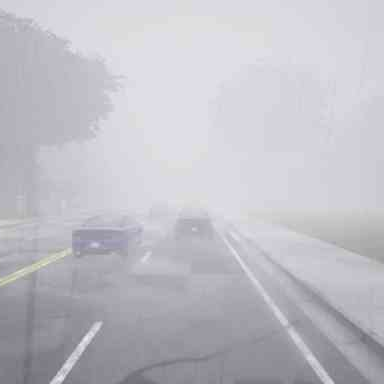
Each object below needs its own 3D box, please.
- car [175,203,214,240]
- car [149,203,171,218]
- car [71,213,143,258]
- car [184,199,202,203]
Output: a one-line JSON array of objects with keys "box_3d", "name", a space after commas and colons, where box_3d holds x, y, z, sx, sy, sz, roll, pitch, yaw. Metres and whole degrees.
[{"box_3d": [0.107, 1.598, 17.891, 1.882, 1.535, 5.008, 0, 0, 0], "name": "car"}, {"box_3d": [-3.135, 1.769, 32.958, 2.033, 1.411, 5.357, 0, 0, 0], "name": "car"}, {"box_3d": [-3.145, 1.567, 13.242, 1.882, 1.535, 5.008, 0, 0, 0], "name": "car"}, {"box_3d": [0.118, 1.631, 41.742, 2.097, 1.767, 4.553, 0, 0, 0], "name": "car"}]
